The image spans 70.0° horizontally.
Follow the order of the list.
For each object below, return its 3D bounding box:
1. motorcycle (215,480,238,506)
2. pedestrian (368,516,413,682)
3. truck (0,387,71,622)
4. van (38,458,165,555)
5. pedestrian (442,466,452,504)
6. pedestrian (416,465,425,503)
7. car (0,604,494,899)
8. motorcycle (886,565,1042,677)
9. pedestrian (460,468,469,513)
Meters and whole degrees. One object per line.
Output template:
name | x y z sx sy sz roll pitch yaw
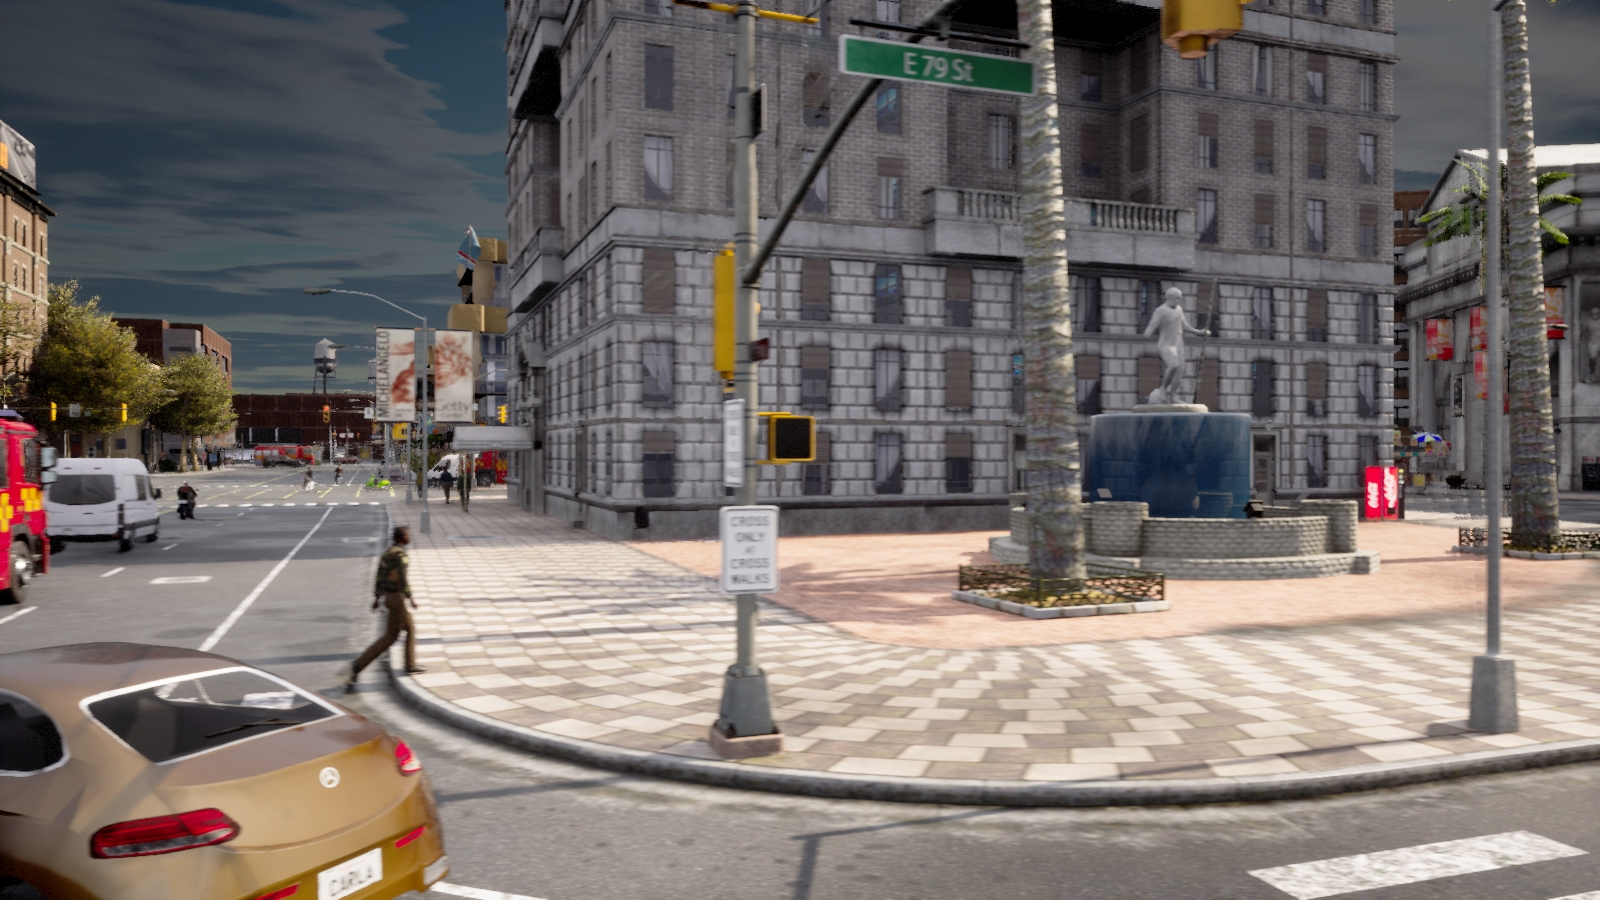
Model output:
motorcycle | -29.839 2.207 59.454 0.867 1.251 2.209 0 0 -20
pedestrian | -4.762 1.714 13.283 0.375 1.860 0.375 0 0 -44
truck | -14.476 0.891 18.299 2.891 3.827 8.468 0 0 -20
van | -20.193 1.532 33.314 1.988 2.561 5.915 0 -1 -20
pedestrian | -17.176 1.697 55.556 0.375 1.860 0.375 0 0 -31
pedestrian | -18.901 1.697 56.924 0.375 1.860 0.375 0 0 -31
car | -4.535 1.993 6.763 5.027 1.651 2.152 0 0 24
motorcycle | 2.122 2.181 14.793 1.805 1.236 0.856 0 0 -21
pedestrian | -14.015 1.697 47.726 0.375 1.860 0.375 0 0 -19
